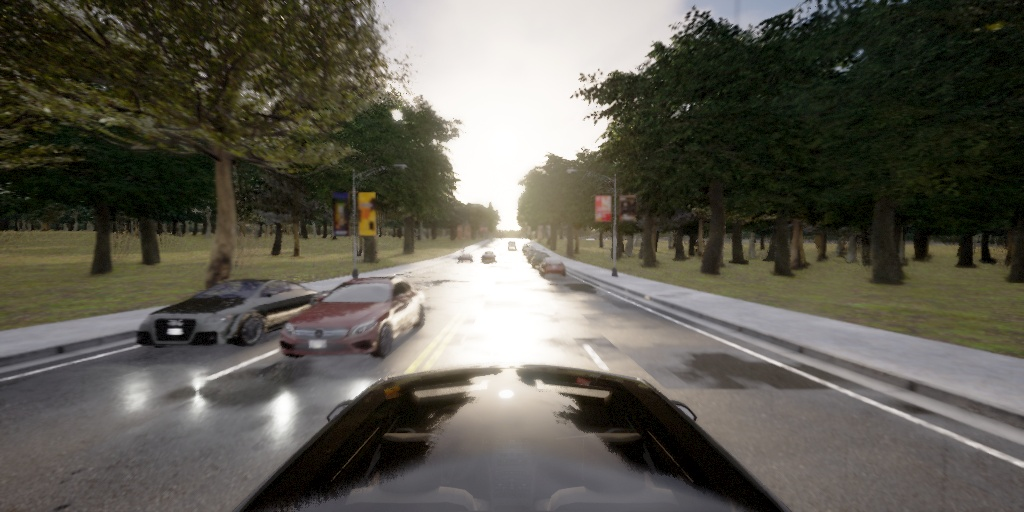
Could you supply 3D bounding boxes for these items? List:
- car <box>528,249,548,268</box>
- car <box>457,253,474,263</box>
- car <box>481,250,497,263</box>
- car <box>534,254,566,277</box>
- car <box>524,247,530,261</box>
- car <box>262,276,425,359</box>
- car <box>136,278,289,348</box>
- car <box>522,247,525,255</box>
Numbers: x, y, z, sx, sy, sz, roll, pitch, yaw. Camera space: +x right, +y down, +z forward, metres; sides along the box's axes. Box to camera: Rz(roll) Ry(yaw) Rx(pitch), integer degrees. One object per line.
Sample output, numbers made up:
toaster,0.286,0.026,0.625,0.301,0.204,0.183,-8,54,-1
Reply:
car,3.246,0.350,40.516,2.097,1.767,4.553,0,2,0
car,-6.560,0.202,51.390,1.994,1.385,4.181,0,2,1
car,-3.300,-0.016,51.552,2.097,1.767,4.553,0,2,1
car,3.248,0.841,29.590,2.163,1.488,4.792,0,2,0
car,3.245,-0.015,51.509,2.097,1.767,4.553,0,2,0
car,-3.337,1.238,8.484,1.812,1.442,4.674,0,0,0
car,-6.594,1.272,9.005,1.994,1.385,4.181,0,0,0
car,3.244,-0.299,62.523,2.033,1.411,5.357,0,3,0
